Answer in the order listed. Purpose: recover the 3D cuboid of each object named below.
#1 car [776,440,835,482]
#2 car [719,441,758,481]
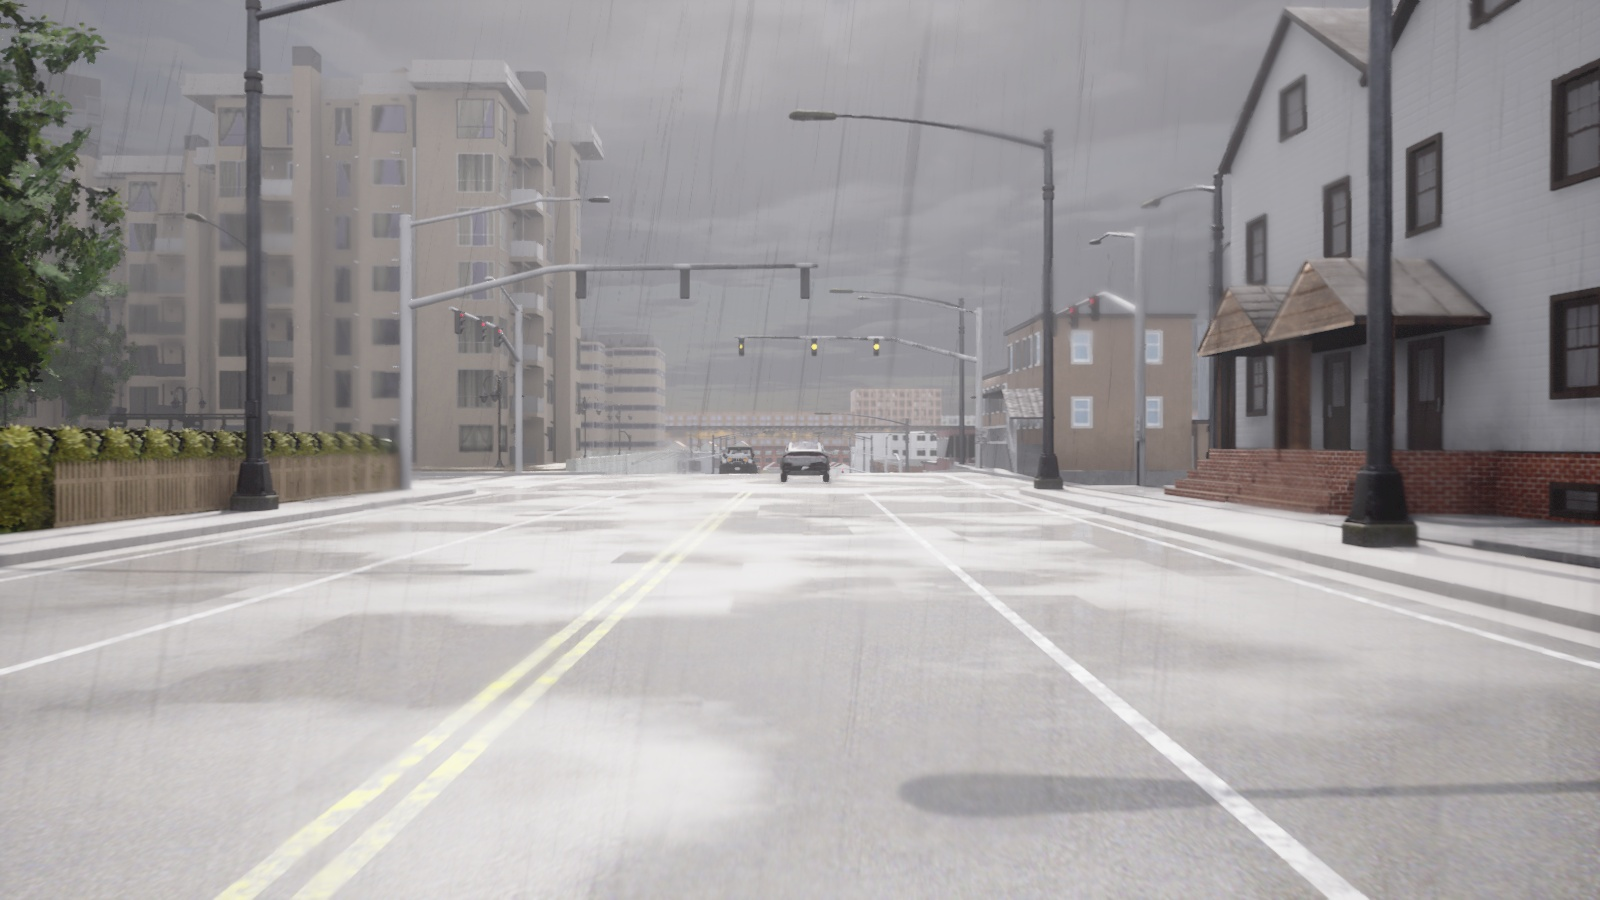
[{"bbox_3d":[0.200,0.385,48.077,2.128,1.511,4.902,0,1,0],"label":"car"},{"bbox_3d":[-3.230,0.634,66.650,1.905,1.878,3.866,0,-4,0],"label":"car"}]
